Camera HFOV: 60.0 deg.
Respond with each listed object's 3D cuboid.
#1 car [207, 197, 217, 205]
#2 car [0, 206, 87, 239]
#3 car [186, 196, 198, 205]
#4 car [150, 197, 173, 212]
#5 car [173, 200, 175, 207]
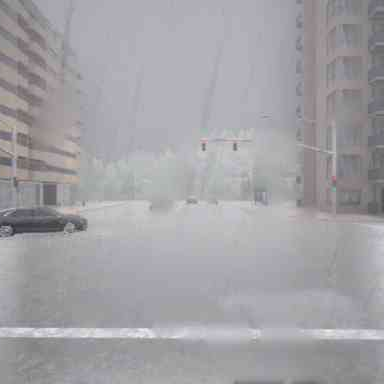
[{"bbox_3d":[3.720,1.547,60.779,2.033,1.411,5.357,0,0,4],"label":"car"},{"bbox_3d":[-8.023,1.505,17.344,4.892,1.490,1.837,0,1,-25],"label":"car"},{"bbox_3d":[-0.024,1.526,60.009,1.812,1.442,4.674,0,0,0],"label":"car"},{"bbox_3d":[-3.614,1.352,38.279,2.097,1.767,4.553,0,0,0],"label":"car"},{"bbox_3d":[-3.606,1.505,48.061,1.837,1.490,4.892,0,0,0],"label":"car"}]
